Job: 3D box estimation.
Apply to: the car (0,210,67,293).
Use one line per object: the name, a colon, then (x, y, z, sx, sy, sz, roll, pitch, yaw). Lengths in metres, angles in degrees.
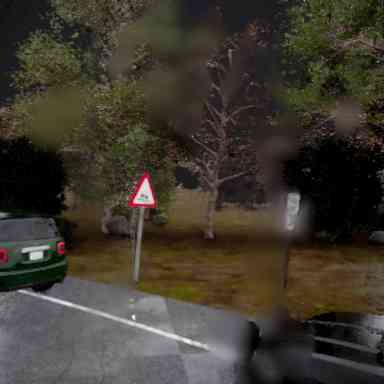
car: (-5.640, 1.468, 8.516, 5.566, 2.045, 2.150, 0, -2, 31)

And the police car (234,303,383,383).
police car: (2.793, 1.607, 2.550, 5.238, 1.638, 1.930, -1, -3, 39)
